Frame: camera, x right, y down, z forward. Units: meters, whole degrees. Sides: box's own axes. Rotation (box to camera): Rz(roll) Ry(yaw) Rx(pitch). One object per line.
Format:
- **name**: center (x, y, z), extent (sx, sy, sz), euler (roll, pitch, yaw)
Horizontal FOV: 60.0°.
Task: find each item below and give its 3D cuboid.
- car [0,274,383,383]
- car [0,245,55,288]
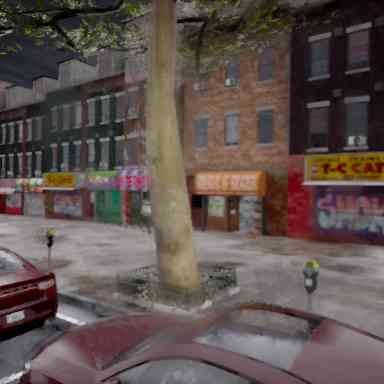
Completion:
- **car**: center (0.334, 1.582, 2.554), extent (4.206, 1.307, 1.802), euler (0, 1, 36)
- **car**: center (-4.182, 1.545, 5.773), extent (4.507, 1.381, 1.887), euler (0, 1, 36)
